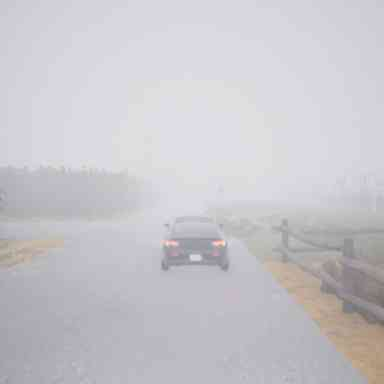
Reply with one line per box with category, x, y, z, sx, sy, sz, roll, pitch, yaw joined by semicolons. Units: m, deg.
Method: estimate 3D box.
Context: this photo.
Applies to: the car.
car;0.079;1.409;10.395;1.812;1.442;4.674;0;1;0
